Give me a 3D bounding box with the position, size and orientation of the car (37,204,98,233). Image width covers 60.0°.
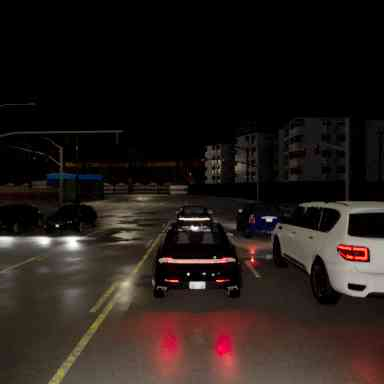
[{"bbox_3d":[-6.986,1.517,19.684,1.837,1.490,4.892,0,0,0],"label":"car"}]

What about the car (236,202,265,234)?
[{"bbox_3d":[3.613,1.328,17.676,2.097,1.767,4.553,0,0,0],"label":"car"}]

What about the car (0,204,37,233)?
[{"bbox_3d":[-10.489,1.521,19.575,1.837,1.490,4.892,0,0,0],"label":"car"}]

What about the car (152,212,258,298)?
[{"bbox_3d":[0.104,1.499,8.541,2.128,1.511,4.902,0,0,0],"label":"car"}]

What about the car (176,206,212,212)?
[{"bbox_3d":[0.115,1.473,17.953,2.128,1.511,4.902,0,0,0],"label":"car"}]

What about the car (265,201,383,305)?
[{"bbox_3d":[3.596,1.220,8.252,2.150,2.045,5.566,0,0,0],"label":"car"}]
